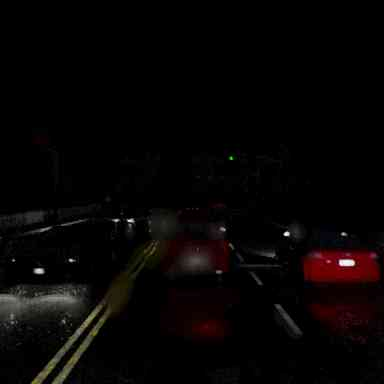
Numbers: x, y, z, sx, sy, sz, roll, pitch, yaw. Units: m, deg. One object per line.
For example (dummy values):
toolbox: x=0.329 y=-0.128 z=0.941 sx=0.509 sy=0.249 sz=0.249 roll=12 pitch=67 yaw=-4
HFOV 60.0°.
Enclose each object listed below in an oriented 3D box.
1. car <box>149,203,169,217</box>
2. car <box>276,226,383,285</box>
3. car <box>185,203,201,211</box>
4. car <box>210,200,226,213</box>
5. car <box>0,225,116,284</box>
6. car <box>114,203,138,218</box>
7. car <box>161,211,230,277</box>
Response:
car: x=-3.557 y=1.969 z=36.607 sx=1.837 sy=1.490 sz=4.892 roll=0 pitch=0 yaw=0
car: x=3.801 y=1.690 z=9.929 sx=1.994 sy=1.385 sz=4.181 roll=0 pitch=-1 yaw=3
car: x=0.138 y=2.090 z=42.760 sx=2.033 sy=1.411 sz=5.357 roll=0 pitch=-1 yaw=0
car: x=3.669 y=1.951 z=47.194 sx=2.097 sy=1.767 sz=4.553 roll=0 pitch=-1 yaw=1
car: x=-3.591 y=1.689 z=9.788 sx=1.994 sy=1.385 sz=4.181 roll=0 pitch=-1 yaw=0
car: x=-7.059 y=1.960 z=35.884 sx=1.837 sy=1.490 sz=4.892 roll=0 pitch=-1 yaw=0
car: x=0.101 y=1.616 z=10.791 sx=1.882 sy=1.535 sz=5.008 roll=0 pitch=-1 yaw=0
